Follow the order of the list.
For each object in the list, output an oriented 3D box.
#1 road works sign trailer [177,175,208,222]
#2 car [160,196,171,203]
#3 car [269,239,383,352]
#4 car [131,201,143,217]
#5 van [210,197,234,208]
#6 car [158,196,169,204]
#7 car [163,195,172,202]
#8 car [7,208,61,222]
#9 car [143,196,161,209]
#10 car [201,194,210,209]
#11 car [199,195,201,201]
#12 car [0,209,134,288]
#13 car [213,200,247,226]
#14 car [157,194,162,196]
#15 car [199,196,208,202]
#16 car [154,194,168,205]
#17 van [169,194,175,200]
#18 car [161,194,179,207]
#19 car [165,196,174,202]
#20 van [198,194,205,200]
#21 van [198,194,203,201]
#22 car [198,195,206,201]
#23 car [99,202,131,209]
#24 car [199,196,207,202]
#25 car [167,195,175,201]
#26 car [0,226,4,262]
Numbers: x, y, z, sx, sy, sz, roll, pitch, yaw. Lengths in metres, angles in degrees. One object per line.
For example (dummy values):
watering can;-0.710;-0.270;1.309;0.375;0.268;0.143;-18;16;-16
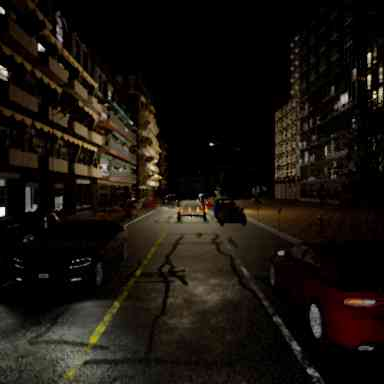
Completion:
road works sign trailer;-0.001;0.474;26.376;2.380;3.560;2.880;0;0;0
car;-5.696;1.621;72.591;2.008;1.369;4.403;0;0;0
car;2.685;1.546;6.272;1.887;1.381;4.507;0;0;0
car;-5.695;1.556;28.377;1.887;1.381;4.507;0;0;0
van;2.684;1.353;28.377;1.690;1.788;3.998;0;0;0
car;-5.696;1.611;67.065;2.008;1.369;4.403;0;0;0
car;-5.697;1.521;78.117;1.967;1.590;4.097;0;0;0
car;-5.696;1.443;11.798;1.967;1.590;4.097;0;0;0
car;-5.696;1.574;44.958;1.887;1.381;4.507;0;0;0
car;2.683;1.469;44.957;1.967;1.590;4.097;0;0;0
car;2.683;1.634;61.537;1.802;1.307;4.206;0;0;0
car;-3.101;1.479;9.447;1.882;1.535;5.008;0;0;0
car;2.685;1.533;23.021;1.752;1.417;4.829;0;0;0
car;-5.697;1.569;55.842;1.752;1.417;4.829;0;0;0
car;2.683;1.606;78.286;1.752;1.417;4.829;0;0;0
car;-5.698;1.367;61.538;2.192;1.841;5.009;0;0;0
van;-5.699;1.458;94.698;1.690;1.788;3.998;0;0;0
car;-3.076;1.390;51.220;2.097;1.767;4.553;0;0;0
car;-5.697;1.658;83.644;1.947;1.339;4.313;0;0;0
van;2.681;1.458;94.699;1.690;1.788;3.998;0;0;0
van;2.682;1.411;72.591;1.690;1.788;3.998;0;0;0
car;2.682;1.544;89.171;1.967;1.590;4.097;0;0;0
car;-5.695;1.533;22.681;1.752;1.417;4.829;0;0;0
car;2.683;1.658;83.644;1.947;1.339;4.313;0;0;0
car;-5.697;1.649;89.171;1.887;1.381;4.507;0;0;0
car;-5.695;1.583;6.272;1.802;1.307;4.206;0;0;0
